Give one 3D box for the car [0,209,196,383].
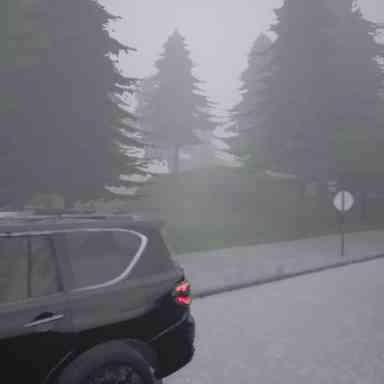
[{"bbox_3d":[-2.557,1.217,2.783,5.566,2.045,2.150,0,0,-35],"label":"car"}]
